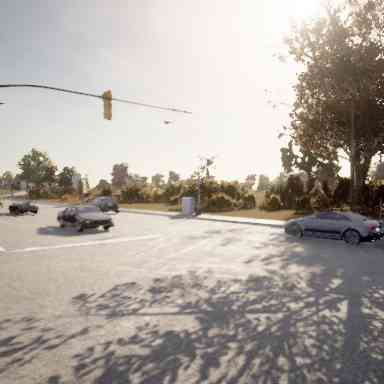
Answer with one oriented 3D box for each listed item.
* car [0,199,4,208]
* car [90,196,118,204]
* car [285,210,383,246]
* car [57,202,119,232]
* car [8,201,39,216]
[{"bbox_3d":[-28.028,1.507,47.133,1.882,1.535,5.008,0,0,-39],"label":"car"},{"bbox_3d":[-9.566,1.315,35.283,2.097,1.767,4.553,0,0,-39],"label":"car"},{"bbox_3d":[6.431,1.523,15.340,1.994,1.385,4.181,0,0,-39],"label":"car"},{"bbox_3d":[-6.622,1.529,20.264,2.033,1.411,5.357,0,0,-39],"label":"car"},{"bbox_3d":[-16.575,1.585,32.680,1.895,1.301,4.718,0,0,-39],"label":"car"}]
